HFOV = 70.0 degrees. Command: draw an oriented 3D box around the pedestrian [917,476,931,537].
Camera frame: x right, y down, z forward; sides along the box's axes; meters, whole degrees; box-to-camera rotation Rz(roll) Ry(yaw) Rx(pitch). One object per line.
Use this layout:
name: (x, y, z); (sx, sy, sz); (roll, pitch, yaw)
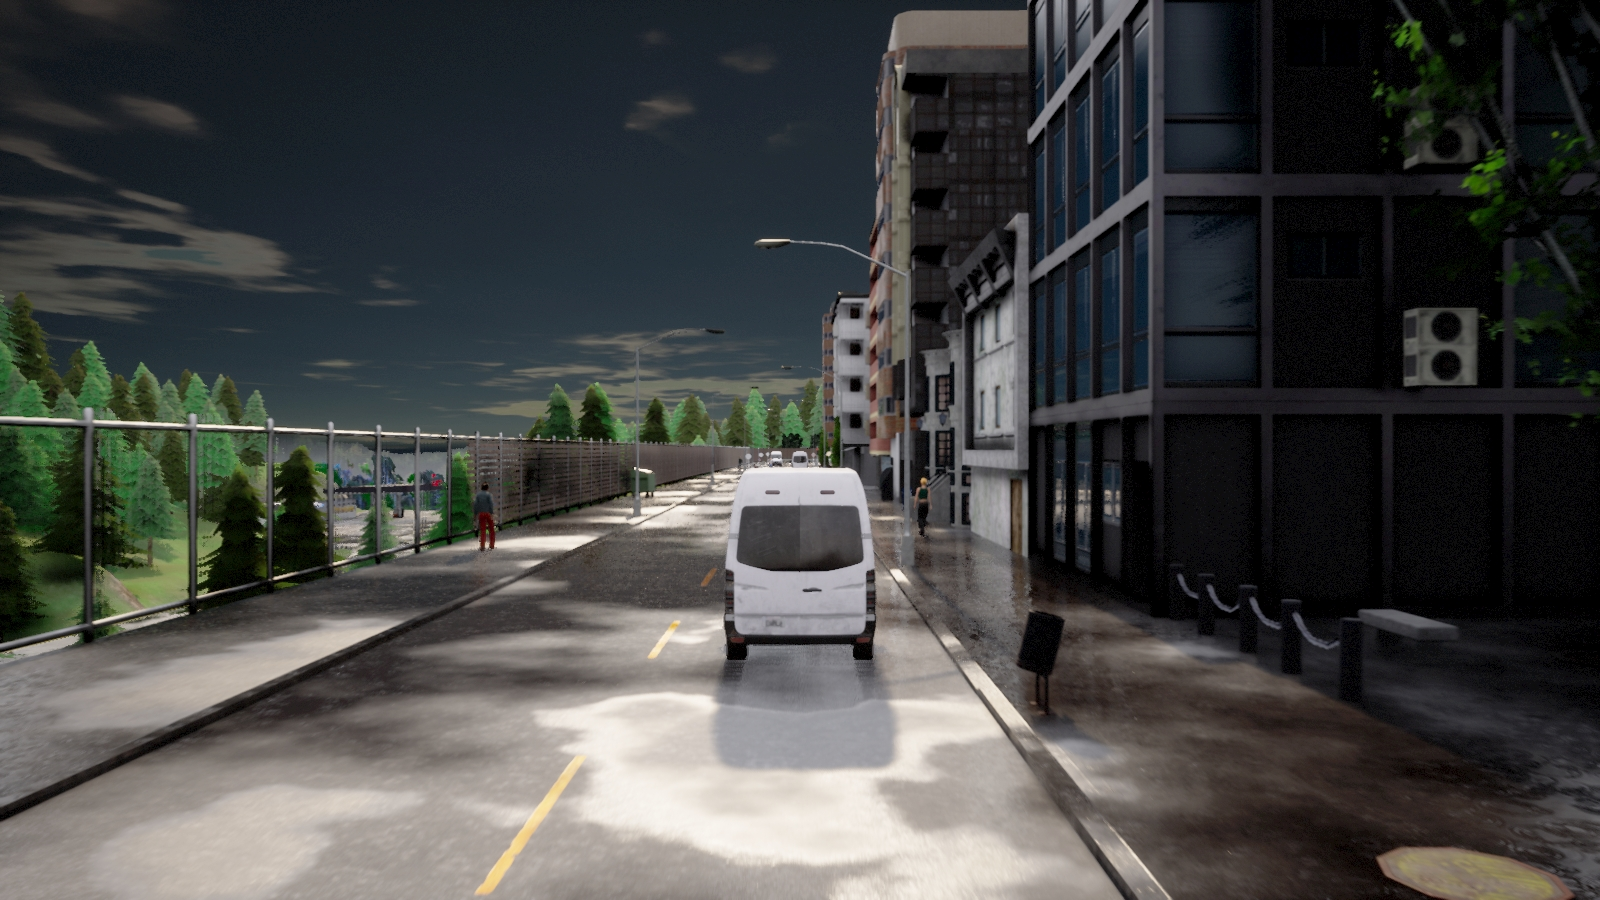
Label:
pedestrian: (3.843, 1.744, 35.470); (0.375, 1.860, 0.375); (0, 0, -3)

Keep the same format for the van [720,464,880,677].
van: (-0.005, 1.534, 17.151); (1.988, 2.561, 5.915); (0, 0, 0)

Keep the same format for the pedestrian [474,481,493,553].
pedestrian: (-8.276, 1.745, 29.896); (0.375, 1.860, 0.375); (0, 0, 1)
